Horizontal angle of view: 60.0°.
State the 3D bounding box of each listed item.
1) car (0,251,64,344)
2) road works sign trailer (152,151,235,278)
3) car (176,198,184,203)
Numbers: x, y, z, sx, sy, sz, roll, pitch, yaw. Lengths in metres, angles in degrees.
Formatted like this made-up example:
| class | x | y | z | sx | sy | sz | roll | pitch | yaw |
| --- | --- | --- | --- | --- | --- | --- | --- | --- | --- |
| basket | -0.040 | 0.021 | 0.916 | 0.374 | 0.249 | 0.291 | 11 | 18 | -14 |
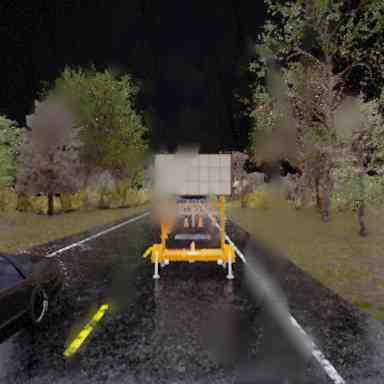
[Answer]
| class | x | y | z | sx | sy | sz | roll | pitch | yaw |
| --- | --- | --- | --- | --- | --- | --- | --- | --- | --- |
| car | -3.486 | 1.573 | 4.348 | 2.033 | 1.411 | 5.357 | 0 | 0 | 0 |
| road works sign trailer | 0.041 | 0.527 | 10.370 | 2.380 | 3.560 | 2.880 | 0 | 0 | 0 |
| car | -3.193 | 2.286 | 87.378 | 1.895 | 1.301 | 4.718 | 0 | -1 | 0 |
